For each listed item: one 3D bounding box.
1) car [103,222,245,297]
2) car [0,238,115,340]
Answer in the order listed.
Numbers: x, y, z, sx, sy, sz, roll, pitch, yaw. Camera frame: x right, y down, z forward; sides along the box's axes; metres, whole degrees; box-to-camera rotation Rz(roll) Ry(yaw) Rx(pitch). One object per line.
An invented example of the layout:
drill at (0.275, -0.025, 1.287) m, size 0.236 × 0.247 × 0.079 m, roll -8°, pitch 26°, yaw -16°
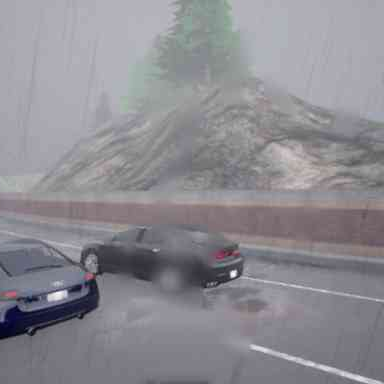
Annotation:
car at (-0.990, 1.554, 8.776) m, size 4.892 × 1.490 × 1.837 m, roll 0°, pitch 0°, yaw 38°
car at (-3.678, 1.609, 6.459) m, size 4.181 × 1.385 × 1.994 m, roll 0°, pitch 0°, yaw 38°
